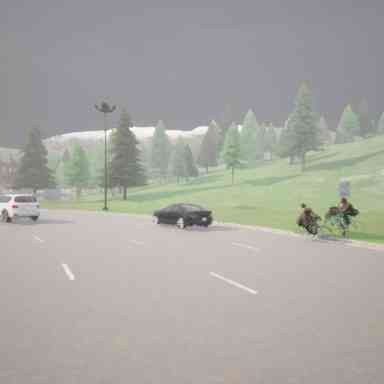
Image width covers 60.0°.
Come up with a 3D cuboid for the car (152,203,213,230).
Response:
[{"bbox_3d":[-0.743,1.461,21.363,1.882,1.535,5.008,0,0,-36],"label":"car"}]

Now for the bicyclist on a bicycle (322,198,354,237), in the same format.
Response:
[{"bbox_3d":[7.089,1.200,16.249,0.582,1.656,1.620,-4,5,-11],"label":"bicyclist on a bicycle"}]

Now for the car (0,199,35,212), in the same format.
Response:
[{"bbox_3d":[-20.231,1.497,37.770,4.674,1.442,1.812,0,0,27],"label":"car"}]

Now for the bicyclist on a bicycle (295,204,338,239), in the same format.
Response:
[{"bbox_3d":[5.091,1.420,14.468,1.656,1.620,0.582,-6,39,43],"label":"bicyclist on a bicycle"}]

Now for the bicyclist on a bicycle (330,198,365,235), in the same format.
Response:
[{"bbox_3d":[6.692,1.055,14.449,1.656,1.620,0.582,10,25,25],"label":"bicyclist on a bicycle"}]

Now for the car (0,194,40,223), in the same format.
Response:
[{"bbox_3d":[-13.746,1.203,25.434,5.566,2.045,2.150,0,0,40],"label":"car"}]
